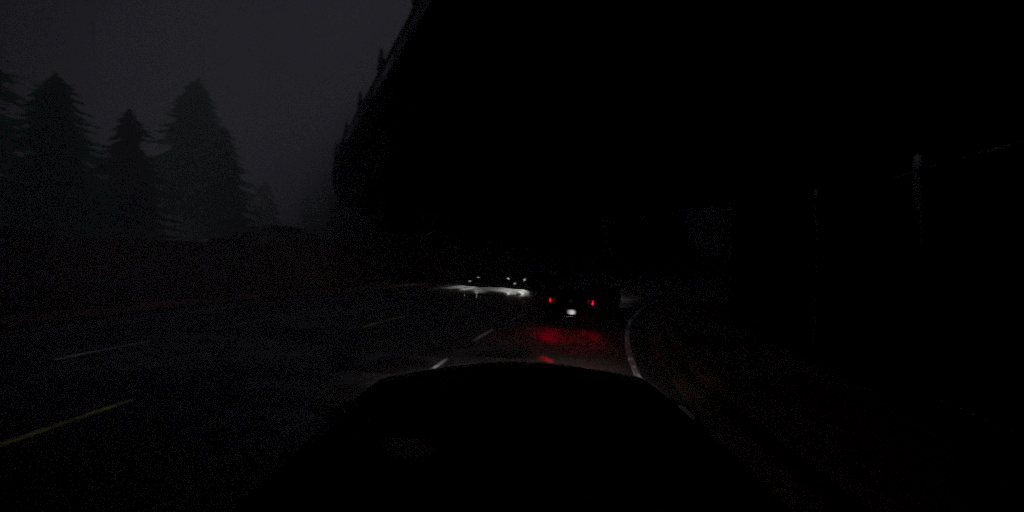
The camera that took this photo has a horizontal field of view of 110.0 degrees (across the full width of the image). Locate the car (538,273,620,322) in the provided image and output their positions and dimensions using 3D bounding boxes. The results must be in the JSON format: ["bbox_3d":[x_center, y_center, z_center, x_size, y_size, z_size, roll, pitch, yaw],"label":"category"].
[{"bbox_3d":[2.689,1.413,12.826,1.895,1.301,4.718,1,0,24],"label":"car"}]

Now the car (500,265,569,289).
[{"bbox_3d":[1.951,1.383,24.547,2.033,1.411,5.357,0,0,42],"label":"car"}]

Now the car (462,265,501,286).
[{"bbox_3d":[-1.131,1.351,26.269,2.033,1.411,5.357,1,0,40],"label":"car"}]
